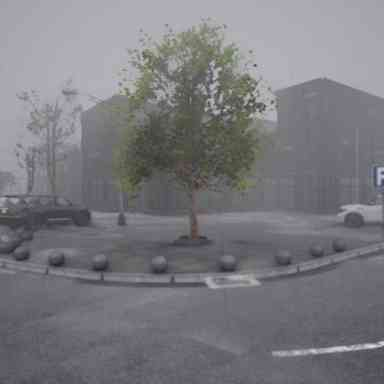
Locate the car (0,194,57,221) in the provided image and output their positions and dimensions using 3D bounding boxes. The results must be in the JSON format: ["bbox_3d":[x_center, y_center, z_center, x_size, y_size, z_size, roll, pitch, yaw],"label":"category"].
[{"bbox_3d":[-14.396,1.213,27.543,2.435,2.045,5.566,0,0,32],"label":"car"}]

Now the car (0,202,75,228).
[{"bbox_3d":[-10.739,1.488,22.880,2.163,1.488,4.792,0,0,32],"label":"car"}]

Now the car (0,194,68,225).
[{"bbox_3d":[-12.572,1.210,25.212,2.435,2.045,5.566,0,0,32],"label":"car"}]

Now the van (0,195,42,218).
[{"bbox_3d":[-16.153,1.243,30.000,1.878,1.987,4.442,0,-1,32],"label":"van"}]

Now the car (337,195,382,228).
[{"bbox_3d":[11.661,1.139,19.739,5.566,2.045,2.435,-1,0,33],"label":"car"}]

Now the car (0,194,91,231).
[{"bbox_3d":[-8.908,1.204,20.608,2.435,2.045,5.566,0,-1,32],"label":"car"}]

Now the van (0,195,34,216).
[{"bbox_3d":[-17.977,1.246,32.330,1.878,1.987,4.442,0,-1,32],"label":"van"}]

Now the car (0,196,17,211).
[{"bbox_3d":[-23.494,1.353,39.241,2.185,1.767,4.553,0,0,32],"label":"car"}]
